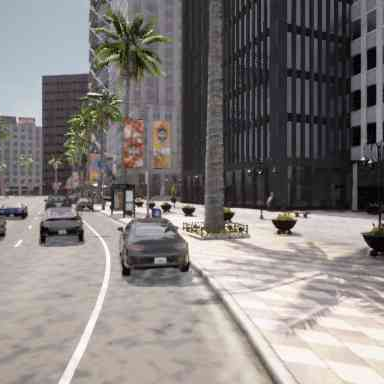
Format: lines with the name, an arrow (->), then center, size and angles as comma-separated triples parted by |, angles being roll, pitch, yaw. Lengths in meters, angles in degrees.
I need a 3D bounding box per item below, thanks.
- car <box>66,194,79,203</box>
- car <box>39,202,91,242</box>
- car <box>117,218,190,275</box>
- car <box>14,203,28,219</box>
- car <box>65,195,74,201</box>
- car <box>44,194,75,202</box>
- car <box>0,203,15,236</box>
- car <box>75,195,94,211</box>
car -> -24.412, 1.335, 67.836 | 2.185, 1.767, 4.553 | 0, 0, -23
car -> -6.426, 1.488, 16.427 | 2.128, 1.511, 4.902 | 0, 0, -22
car -> -1.312, 1.525, 10.435 | 1.812, 1.442, 4.674 | 0, 0, -13
car -> -15.360, 1.588, 28.818 | 1.895, 1.301, 4.718 | 0, 0, -22
car -> -32.534, 1.487, 88.208 | 2.161, 1.482, 4.786 | 0, 0, -23
car -> -12.094, 1.207, 30.079 | 2.150, 2.045, 5.566 | 0, 0, -22
car -> -9.671, 1.484, 15.116 | 2.128, 1.511, 4.902 | 0, 0, -22
car -> -13.162, 1.471, 40.701 | 2.231, 1.521, 4.892 | 0, 0, -23
